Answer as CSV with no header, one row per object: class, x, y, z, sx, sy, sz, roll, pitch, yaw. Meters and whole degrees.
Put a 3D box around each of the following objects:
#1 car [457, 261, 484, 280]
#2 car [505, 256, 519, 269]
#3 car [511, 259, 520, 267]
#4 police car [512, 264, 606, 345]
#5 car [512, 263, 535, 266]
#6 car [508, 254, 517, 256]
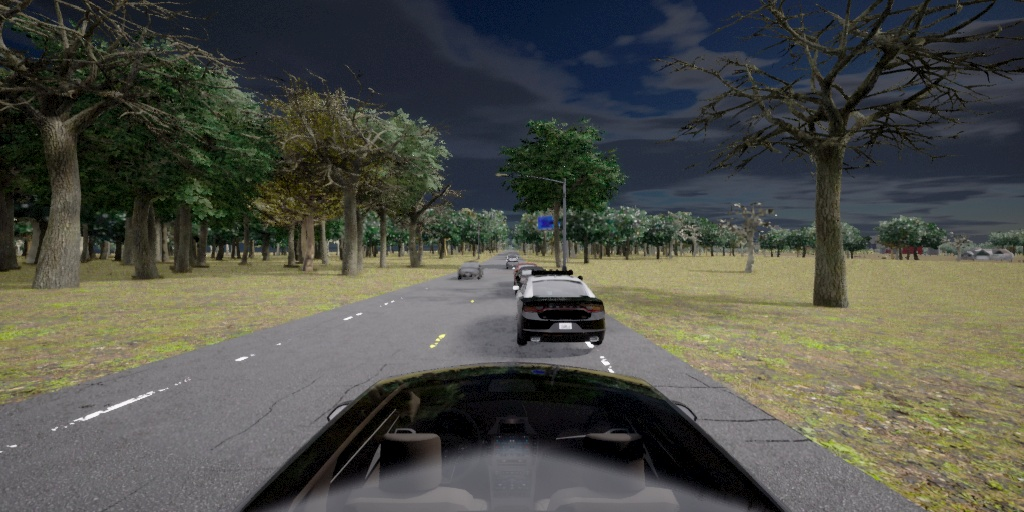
car,-3.480,1.234,30.662,1.837,1.490,4.892,0,0,0
car,0.100,1.109,52.431,2.128,1.511,4.902,0,0,0
car,1.065,1.223,25.524,1.882,1.535,5.008,0,0,0
police car,1.054,1.175,9.635,1.930,1.638,5.238,0,0,0
car,1.061,1.275,19.525,1.812,1.442,4.674,0,0,0
car,0.042,0.726,65.065,2.150,2.045,5.566,0,1,0
